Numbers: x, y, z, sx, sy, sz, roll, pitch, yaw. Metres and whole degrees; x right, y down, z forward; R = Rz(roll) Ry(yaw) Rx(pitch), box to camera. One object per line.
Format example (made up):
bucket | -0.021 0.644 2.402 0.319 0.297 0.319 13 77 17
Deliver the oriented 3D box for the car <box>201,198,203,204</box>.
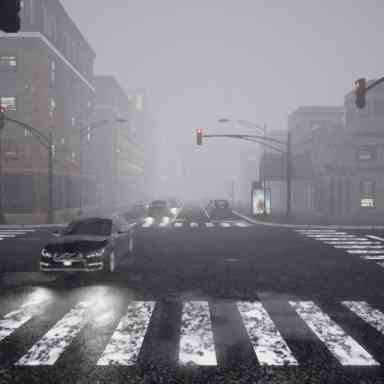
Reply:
car | 2.717 1.571 48.906 2.008 1.369 4.403 0 0 0

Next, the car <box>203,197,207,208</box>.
car | 2.714 1.597 43.209 1.802 1.307 4.206 0 0 0

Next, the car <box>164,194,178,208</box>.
car | -3.058 1.512 49.270 2.128 1.511 4.902 0 0 0

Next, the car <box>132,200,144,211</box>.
car | -5.671 1.561 37.506 2.008 1.369 4.403 0 0 0

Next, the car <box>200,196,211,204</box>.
car | 2.729 1.591 65.996 2.008 1.369 4.403 -1 0 0

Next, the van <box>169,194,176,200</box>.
van | -5.634 1.430 94.472 1.690 1.788 3.998 -1 0 0

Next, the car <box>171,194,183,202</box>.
car | -2.956 1.218 64.968 2.128 1.511 4.902 0 0 0

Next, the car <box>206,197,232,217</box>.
car | 2.705 1.446 31.815 1.967 1.590 4.097 0 0 0

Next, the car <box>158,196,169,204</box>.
car | -5.652 1.565 65.819 1.752 1.417 4.829 0 0 0

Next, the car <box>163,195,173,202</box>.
car | -5.646 1.497 77.382 1.967 1.590 4.097 0 0 0

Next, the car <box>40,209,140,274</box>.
car | -3.091 1.518 10.682 1.837 1.490 4.892 0 0 0

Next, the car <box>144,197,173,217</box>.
car | -3.080 1.511 31.657 1.837 1.490 4.892 0 0 0

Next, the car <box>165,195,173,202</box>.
car | -5.640 1.592 82.908 1.752 1.417 4.829 -1 0 0
